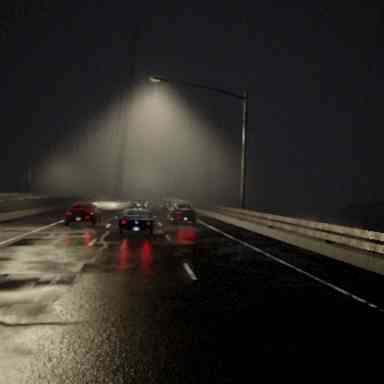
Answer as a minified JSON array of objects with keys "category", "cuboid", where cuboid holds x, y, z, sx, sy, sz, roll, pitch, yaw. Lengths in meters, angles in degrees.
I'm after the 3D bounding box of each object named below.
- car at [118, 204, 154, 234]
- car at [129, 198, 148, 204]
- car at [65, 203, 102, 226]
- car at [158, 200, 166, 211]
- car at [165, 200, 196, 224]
[{"category":"car","cuboid":[-3.245,1.637,19.583,1.895,1.301,4.718,2,0,-9]},{"category":"car","cuboid":[-5.971,1.424,37.131,2.097,1.767,4.553,2,0,-9]},{"category":"car","cuboid":[-7.218,1.441,22.383,1.812,1.442,4.674,2,0,-9]},{"category":"car","cuboid":[-3.353,1.757,42.846,2.033,1.411,5.357,2,0,-9]},{"category":"car","cuboid":[-0.819,1.683,26.647,1.837,1.490,4.892,2,0,-9]}]
